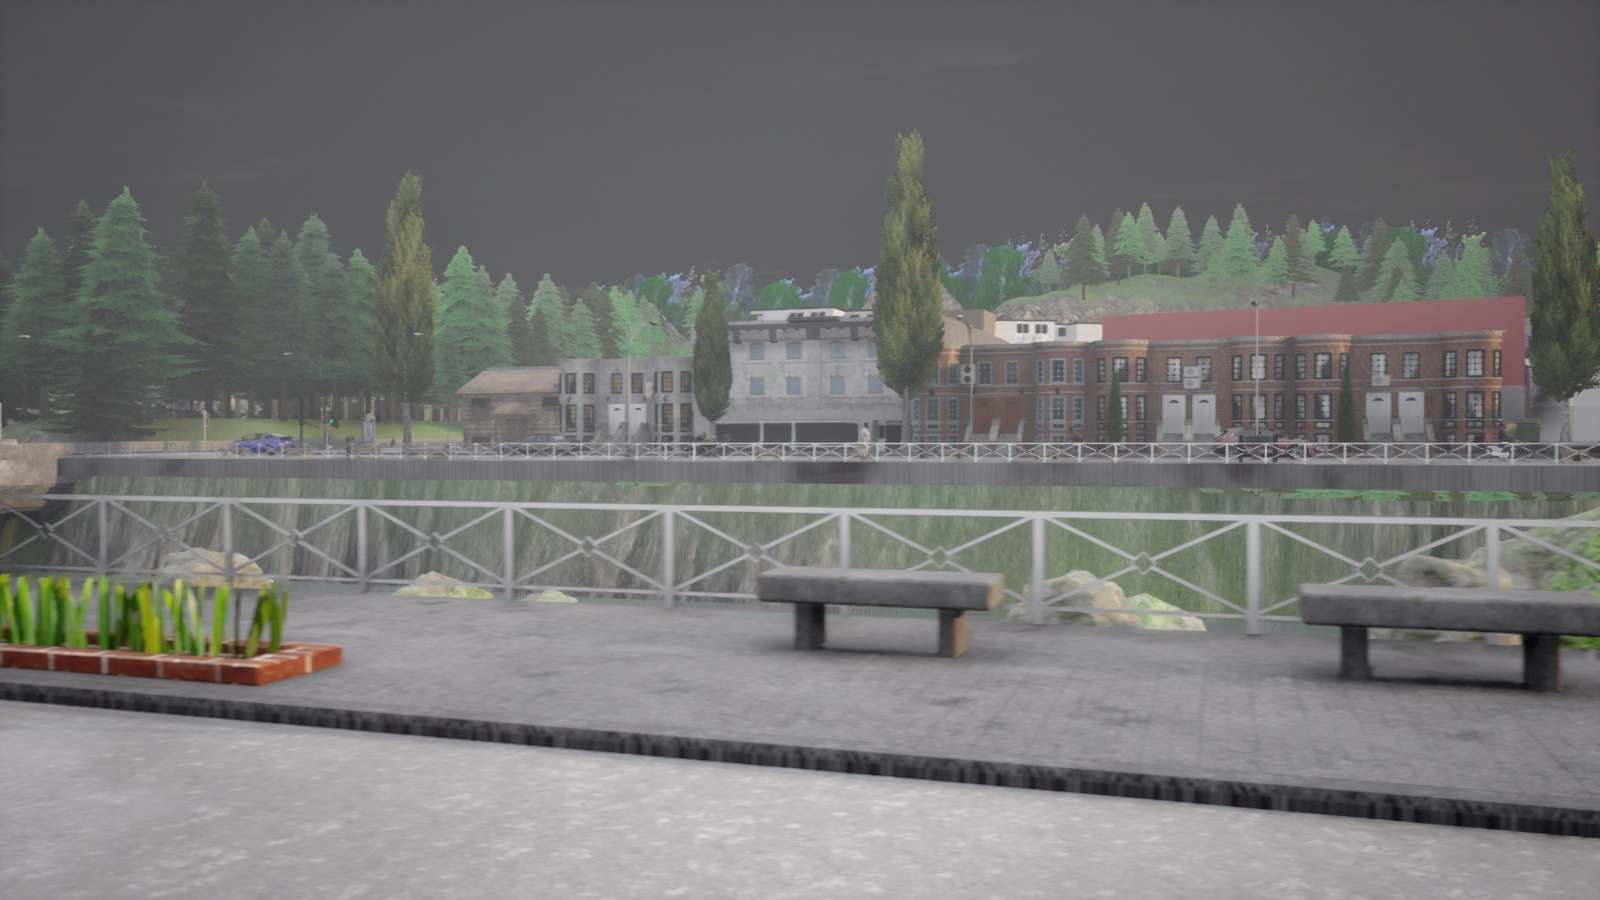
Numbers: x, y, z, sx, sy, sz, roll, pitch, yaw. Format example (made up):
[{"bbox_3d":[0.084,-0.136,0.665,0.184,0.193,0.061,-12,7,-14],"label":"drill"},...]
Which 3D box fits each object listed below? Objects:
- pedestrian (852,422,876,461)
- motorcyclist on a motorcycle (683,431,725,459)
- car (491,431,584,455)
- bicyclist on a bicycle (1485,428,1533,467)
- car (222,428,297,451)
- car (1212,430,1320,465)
[{"bbox_3d":[3.083,-0.419,60.395,0.900,1.855,0.874,1,1,22],"label":"pedestrian"},{"bbox_3d":[-5.392,-0.288,70.561,2.191,1.530,0.866,1,1,19],"label":"motorcyclist on a motorcycle"},{"bbox_3d":[-16.397,-0.444,78.469,5.357,1.411,2.033,1,1,19],"label":"car"},{"bbox_3d":[32.630,-0.106,57.809,1.843,1.776,0.659,0,1,19],"label":"bicyclist on a bicycle"},{"bbox_3d":[-36.718,-0.731,85.306,4.514,1.525,2.007,1,1,19],"label":"car"},{"bbox_3d":[22.635,-0.137,61.162,4.856,1.649,2.033,1,1,19],"label":"car"}]
